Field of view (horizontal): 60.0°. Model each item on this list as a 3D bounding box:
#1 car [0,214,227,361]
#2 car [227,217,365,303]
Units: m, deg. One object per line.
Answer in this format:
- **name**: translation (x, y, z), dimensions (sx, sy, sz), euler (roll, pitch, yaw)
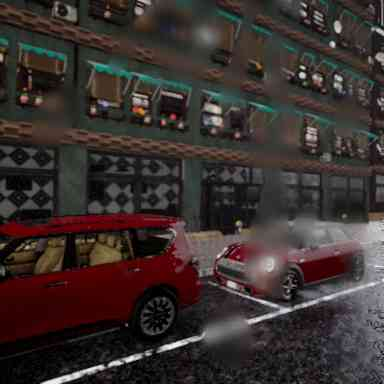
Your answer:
- **car**: translation (-2.149, 1.321, 5.001), dimensions (5.009, 1.841, 2.192), euler (0, 1, -35)
- **car**: translation (2.494, 1.479, 8.307), dimensions (4.097, 1.590, 1.967), euler (0, 1, -35)
